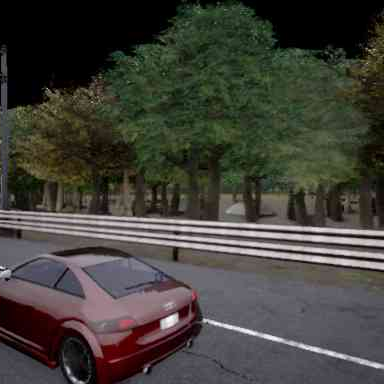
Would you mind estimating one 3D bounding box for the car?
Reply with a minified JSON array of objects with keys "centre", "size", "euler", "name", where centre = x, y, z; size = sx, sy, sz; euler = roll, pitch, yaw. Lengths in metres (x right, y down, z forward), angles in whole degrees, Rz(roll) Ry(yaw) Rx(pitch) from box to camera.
[{"centre":[-1.906,1.591,5.332],"size":[4.181,1.385,1.994],"euler":[0,0,36],"name":"car"}]
